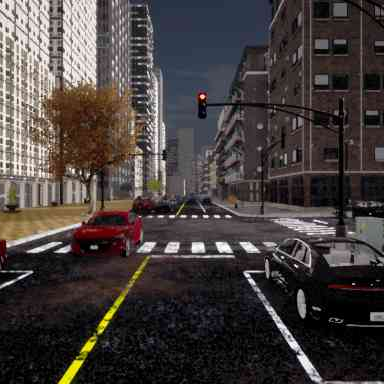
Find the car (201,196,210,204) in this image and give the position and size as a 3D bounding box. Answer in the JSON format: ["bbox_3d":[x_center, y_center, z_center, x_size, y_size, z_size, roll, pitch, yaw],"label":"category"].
[{"bbox_3d":[2.662,1.578,67.117,1.752,1.417,4.829,0,0,0],"label":"car"}]

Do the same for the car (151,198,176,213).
[{"bbox_3d":[-3.096,1.619,36.699,1.895,1.301,4.718,0,0,-1],"label":"car"}]

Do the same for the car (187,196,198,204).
[{"bbox_3d":[0.074,1.613,64.856,1.994,1.385,4.181,0,0,0],"label":"car"}]

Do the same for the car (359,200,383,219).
[{"bbox_3d":[14.727,1.345,23.789,4.181,1.385,1.994,-1,0,-1],"label":"car"}]

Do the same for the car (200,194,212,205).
[{"bbox_3d":[2.664,1.611,61.424,1.947,1.339,4.313,0,0,0],"label":"car"}]

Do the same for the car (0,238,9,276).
[{"bbox_3d":[-5.695,1.545,6.942,1.887,1.381,4.507,0,0,0],"label":"car"}]

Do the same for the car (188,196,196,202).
[{"bbox_3d":[-0.032,1.625,78.883,1.994,1.385,4.181,0,0,0],"label":"car"}]

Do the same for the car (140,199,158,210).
[{"bbox_3d":[-5.710,1.592,44.853,1.947,1.339,4.313,0,0,0],"label":"car"}]

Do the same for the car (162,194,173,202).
[{"bbox_3d":[-5.724,1.386,77.990,2.192,1.841,5.009,0,0,0],"label":"car"}]

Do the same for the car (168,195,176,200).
[{"bbox_3d":[-5.730,1.654,94.558,2.008,1.369,4.403,0,0,0],"label":"car"}]

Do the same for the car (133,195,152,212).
[{"bbox_3d":[-5.709,1.336,39.330,2.192,1.841,5.009,0,0,0],"label":"car"}]

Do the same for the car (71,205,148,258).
[{"bbox_3d":[-3.106,1.480,13.046,1.882,1.535,5.008,0,0,0],"label":"car"}]

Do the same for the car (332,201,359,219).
[{"bbox_3d":[13.414,1.350,26.355,4.403,1.369,2.008,-1,1,-1],"label":"car"}]

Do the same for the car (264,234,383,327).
[{"bbox_3d":[2.685,1.551,6.945,2.008,1.369,4.403,0,0,0],"label":"car"}]

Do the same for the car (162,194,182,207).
[{"bbox_3d":[-3.119,1.527,53.276,2.128,1.511,4.902,0,0,0],"label":"car"}]

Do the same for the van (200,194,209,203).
[{"bbox_3d":[2.659,1.402,72.471,1.690,1.788,3.998,0,0,0],"label":"van"}]
